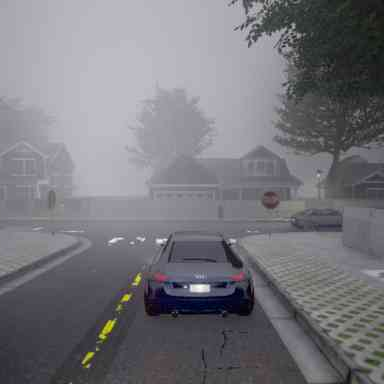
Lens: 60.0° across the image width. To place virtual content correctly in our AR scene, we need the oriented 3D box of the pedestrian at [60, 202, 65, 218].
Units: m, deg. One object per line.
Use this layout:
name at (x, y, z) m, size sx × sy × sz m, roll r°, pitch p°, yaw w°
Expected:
pedestrian at (-9.824, 1.339, 25.247) m, size 0.375 × 1.300 × 0.375 m, roll 0°, pitch 0°, yaw -1°

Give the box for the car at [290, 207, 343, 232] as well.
car at (7.971, 1.614, 19.610) m, size 4.181 × 1.385 × 1.994 m, roll 0°, pitch 1°, yaw -1°

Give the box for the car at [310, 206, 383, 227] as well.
car at (10.750, 1.632, 22.595) m, size 4.718 × 1.301 × 1.895 m, roll 0°, pitch 1°, yaw -1°

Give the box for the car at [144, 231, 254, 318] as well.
car at (0.105, 1.562, 7.510) m, size 1.994 × 1.385 × 4.181 m, roll 0°, pitch 0°, yaw -1°
